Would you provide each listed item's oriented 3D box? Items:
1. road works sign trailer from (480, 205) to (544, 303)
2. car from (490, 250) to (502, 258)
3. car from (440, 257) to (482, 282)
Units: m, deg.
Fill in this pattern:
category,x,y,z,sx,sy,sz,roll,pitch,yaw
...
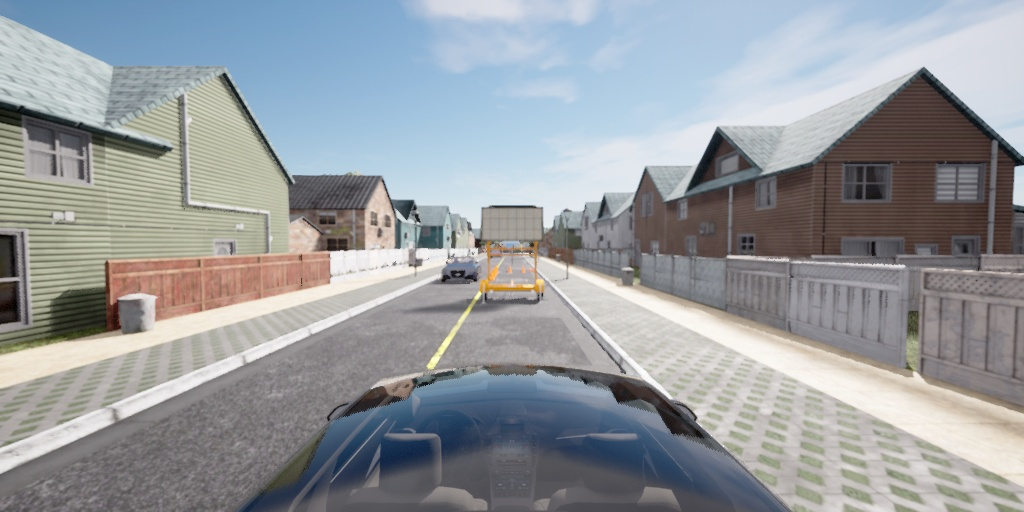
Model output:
category,x,y,z,sx,sy,sz,roll,pitch,yaw
road works sign trailer,0.010,-0.167,13.955,2.380,3.560,2.880,0,0,0
car,-2.765,-0.426,62.124,1.812,1.442,4.674,0,1,1
car,-2.841,0.725,20.785,1.994,1.385,4.181,0,2,0
